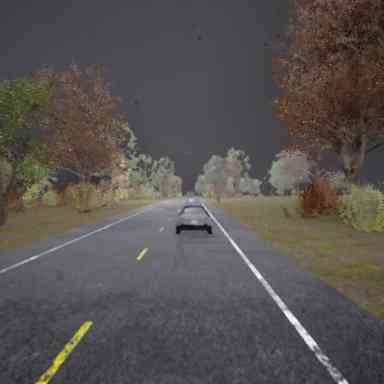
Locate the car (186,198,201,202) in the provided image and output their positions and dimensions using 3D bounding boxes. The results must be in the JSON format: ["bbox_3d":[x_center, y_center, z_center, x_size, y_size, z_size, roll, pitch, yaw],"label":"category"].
[{"bbox_3d":[0.106,1.374,37.709,2.033,1.411,5.357,0,0,0],"label":"car"}]

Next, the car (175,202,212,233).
[{"bbox_3d":[0.100,1.463,18.798,1.994,1.385,4.181,0,0,0],"label":"car"}]
